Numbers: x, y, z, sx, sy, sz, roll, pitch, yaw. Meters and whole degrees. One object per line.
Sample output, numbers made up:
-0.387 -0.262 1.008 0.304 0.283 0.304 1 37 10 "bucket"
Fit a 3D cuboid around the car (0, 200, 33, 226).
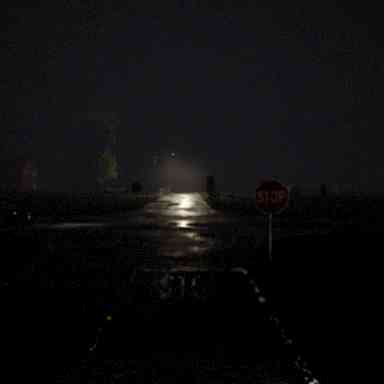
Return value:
-11.032 0.998 17.502 4.902 1.511 2.128 1 1 -1 "car"
